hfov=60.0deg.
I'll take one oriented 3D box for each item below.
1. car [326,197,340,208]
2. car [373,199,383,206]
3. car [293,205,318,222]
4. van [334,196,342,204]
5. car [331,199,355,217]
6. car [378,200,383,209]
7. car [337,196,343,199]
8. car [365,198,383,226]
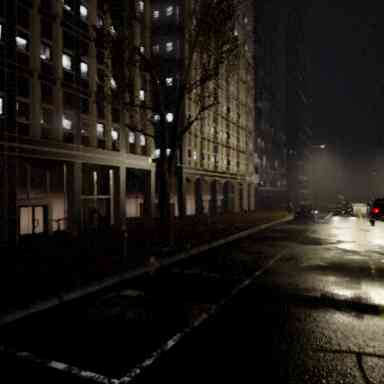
[{"bbox_3d":[24.572,2.027,58.686,1.752,1.417,4.829,-1,-1,26],"label":"car"},{"bbox_3d":[39.622,2.146,70.380,2.008,1.369,4.403,-1,-1,26],"label":"car"},{"bbox_3d":[9.775,1.798,28.433,2.008,1.369,4.403,-1,-1,26],"label":"car"},{"bbox_3d":[37.038,2.049,84.178,1.690,1.788,3.998,-1,-1,26],"label":"van"},{"bbox_3d":[16.368,1.817,35.813,1.837,1.490,4.892,0,-1,26],"label":"car"},{"bbox_3d":[32.184,2.022,55.173,2.008,1.369,4.403,-1,-1,26],"label":"car"},{"bbox_3d":[32.081,1.941,74.044,2.192,1.841,5.009,-1,-1,26],"label":"car"},{"bbox_3d":[14.447,1.440,24.868,2.150,2.045,5.566,0,0,26],"label":"car"}]
